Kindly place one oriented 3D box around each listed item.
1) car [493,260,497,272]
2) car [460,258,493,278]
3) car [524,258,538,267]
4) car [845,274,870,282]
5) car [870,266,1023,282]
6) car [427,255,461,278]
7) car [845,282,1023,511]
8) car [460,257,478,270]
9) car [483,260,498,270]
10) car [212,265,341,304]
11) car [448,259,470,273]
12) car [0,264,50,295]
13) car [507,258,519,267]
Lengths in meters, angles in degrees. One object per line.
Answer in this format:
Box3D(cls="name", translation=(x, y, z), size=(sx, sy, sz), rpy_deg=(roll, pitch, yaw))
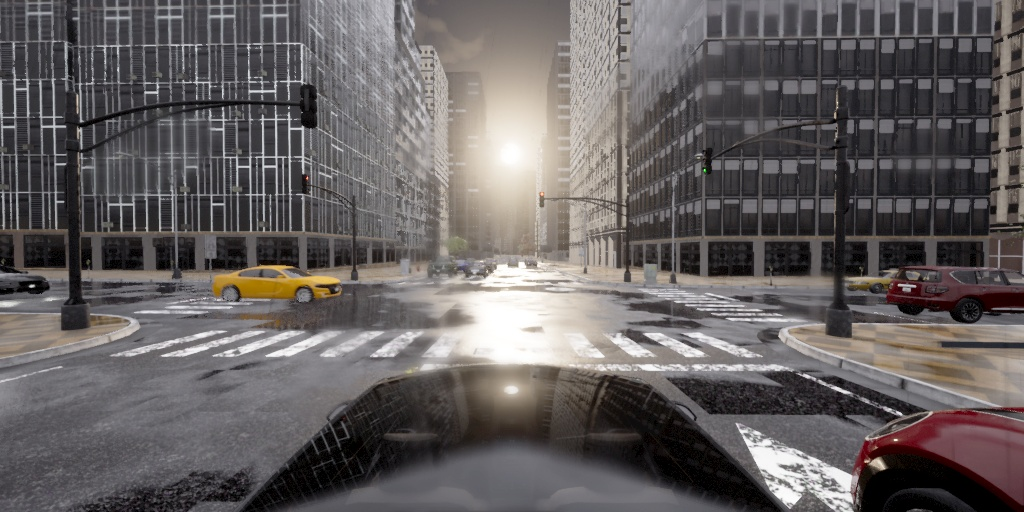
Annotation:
Box3D(cls="car", translation=(-3.211, 1.327, 43.238), size=(1.895, 1.301, 4.718), rpy_deg=(0, 0, 0))
Box3D(cls="car", translation=(-3.240, 1.225, 33.957), size=(2.128, 1.511, 4.902), rpy_deg=(0, 0, 1))
Box3D(cls="car", translation=(3.459, 1.306, 63.395), size=(1.895, 1.301, 4.718), rpy_deg=(0, 0, 0))
Box3D(cls="car", translation=(21.865, 1.410, 20.803), size=(4.829, 1.417, 1.751), rpy_deg=(0, 0, 1))
Box3D(cls="car", translation=(16.226, 1.282, 12.538), size=(5.009, 1.841, 2.192), rpy_deg=(0, 0, 1))
Box3D(cls="car", translation=(-6.482, 0.955, 34.199), size=(2.150, 2.045, 5.566), rpy_deg=(0, 0, 0))
Box3D(cls="car", translation=(3.253, 1.102, 0.425), size=(2.097, 1.767, 4.553), rpy_deg=(0, 0, 0))
Box3D(cls="car", translation=(-6.415, 1.069, 53.835), size=(2.097, 1.767, 4.553), rpy_deg=(0, 0, 0))
Box3D(cls="car", translation=(-3.168, 1.263, 53.941), size=(2.033, 1.411, 5.357), rpy_deg=(0, 0, 0))
Box3D(cls="car", translation=(-10.107, 1.169, 15.609), size=(5.008, 1.535, 1.882), rpy_deg=(0, 1, 1))
Box3D(cls="car", translation=(-6.457, 1.203, 44.164), size=(1.882, 1.535, 5.008), rpy_deg=(0, 0, 0))
Box3D(cls="car", translation=(-23.687, 1.074, 15.932), size=(4.892, 1.490, 1.837), rpy_deg=(0, 1, 1))
Box3D(cls="car", translation=(0.209, 1.269, 63.377), size=(1.994, 1.385, 4.181), rpy_deg=(0, 0, 0))
